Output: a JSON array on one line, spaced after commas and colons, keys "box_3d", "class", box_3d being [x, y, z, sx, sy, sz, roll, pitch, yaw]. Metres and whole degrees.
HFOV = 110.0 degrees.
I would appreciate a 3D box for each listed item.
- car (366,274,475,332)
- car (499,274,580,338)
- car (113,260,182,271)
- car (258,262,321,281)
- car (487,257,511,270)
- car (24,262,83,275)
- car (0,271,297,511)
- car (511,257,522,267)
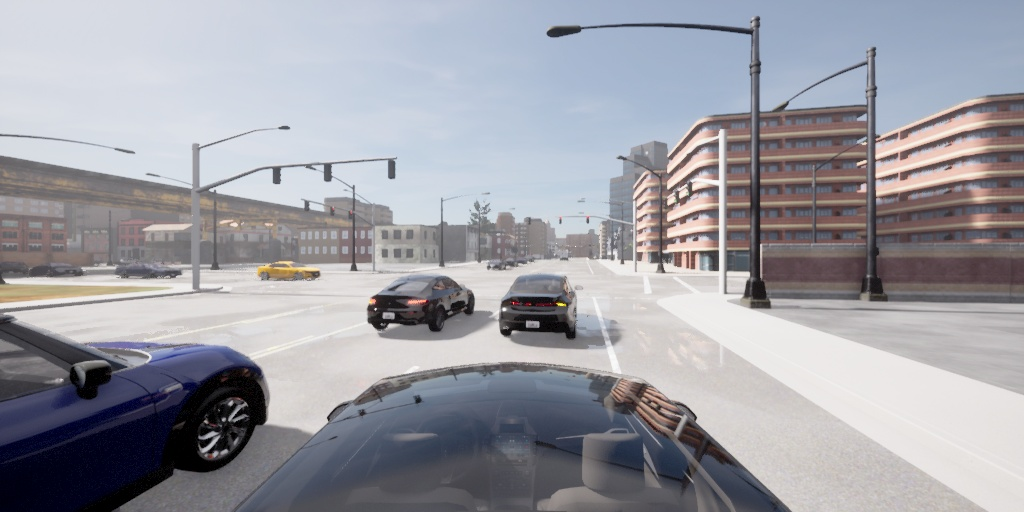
[{"box_3d": [-2.536, 1.272, 10.873, 1.812, 1.442, 4.674, 0, 0, 11], "class": "car"}, {"box_3d": [0.909, 1.252, 10.232, 1.837, 1.490, 4.892, 0, 0, 11], "class": "car"}, {"box_3d": [-32.253, 1.286, 31.811, 5.357, 1.411, 2.033, 0, 0, 10], "class": "car"}, {"box_3d": [-18.250, 1.217, 29.414, 5.008, 1.535, 1.882, 0, 0, 10], "class": "car"}, {"box_3d": [-2.028, 1.089, 48.010, 2.128, 1.511, 4.902, 0, 1, 11], "class": "car"}, {"box_3d": [-43.154, 1.301, 33.995, 4.181, 1.385, 1.994, 0, 0, 14], "class": "car"}, {"box_3d": [-3.858, 1.102, 2.096, 2.097, 1.767, 4.553, 0, 0, 6], "class": "car"}, {"box_3d": [-0.228, 0.937, 57.286, 1.882, 1.535, 5.008, 0, 1, 11], "class": "car"}]
